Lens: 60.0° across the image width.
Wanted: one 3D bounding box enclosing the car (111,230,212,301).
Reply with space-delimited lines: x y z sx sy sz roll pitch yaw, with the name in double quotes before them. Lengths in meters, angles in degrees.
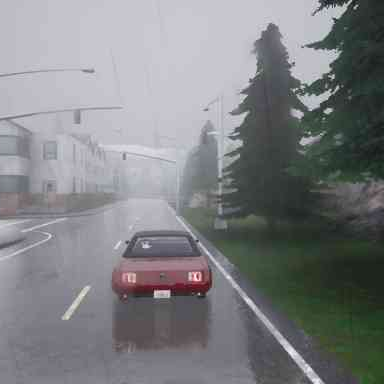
"car" -0.741 1.601 8.359 1.895 1.301 4.718 0 0 -5
